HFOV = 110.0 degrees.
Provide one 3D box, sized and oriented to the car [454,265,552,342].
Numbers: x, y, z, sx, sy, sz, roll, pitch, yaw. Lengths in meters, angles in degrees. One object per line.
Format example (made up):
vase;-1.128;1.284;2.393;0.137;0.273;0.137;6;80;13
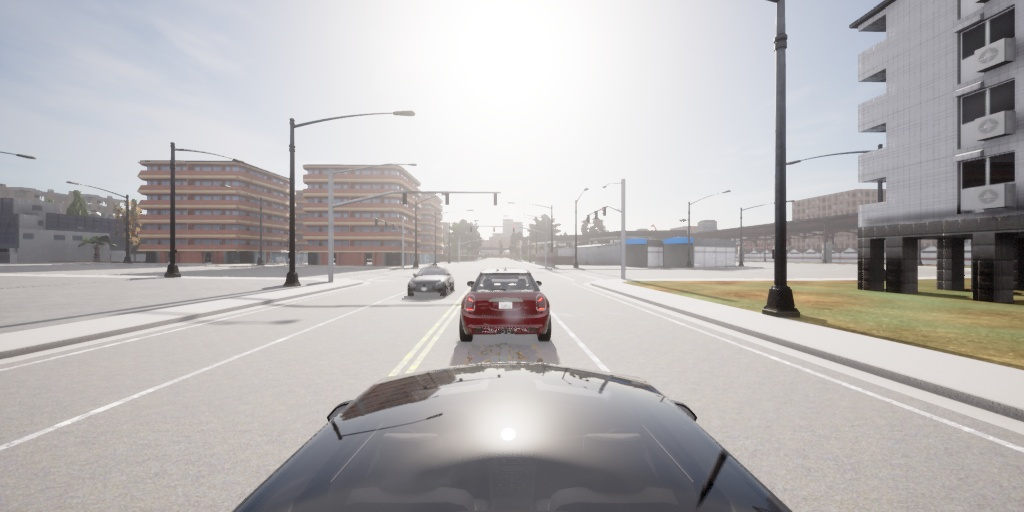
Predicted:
car;-0.203;1.102;9.981;2.097;1.767;4.553;0;0;-2

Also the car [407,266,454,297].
car;-4.143;1.275;18.948;1.812;1.442;4.674;0;0;-2
